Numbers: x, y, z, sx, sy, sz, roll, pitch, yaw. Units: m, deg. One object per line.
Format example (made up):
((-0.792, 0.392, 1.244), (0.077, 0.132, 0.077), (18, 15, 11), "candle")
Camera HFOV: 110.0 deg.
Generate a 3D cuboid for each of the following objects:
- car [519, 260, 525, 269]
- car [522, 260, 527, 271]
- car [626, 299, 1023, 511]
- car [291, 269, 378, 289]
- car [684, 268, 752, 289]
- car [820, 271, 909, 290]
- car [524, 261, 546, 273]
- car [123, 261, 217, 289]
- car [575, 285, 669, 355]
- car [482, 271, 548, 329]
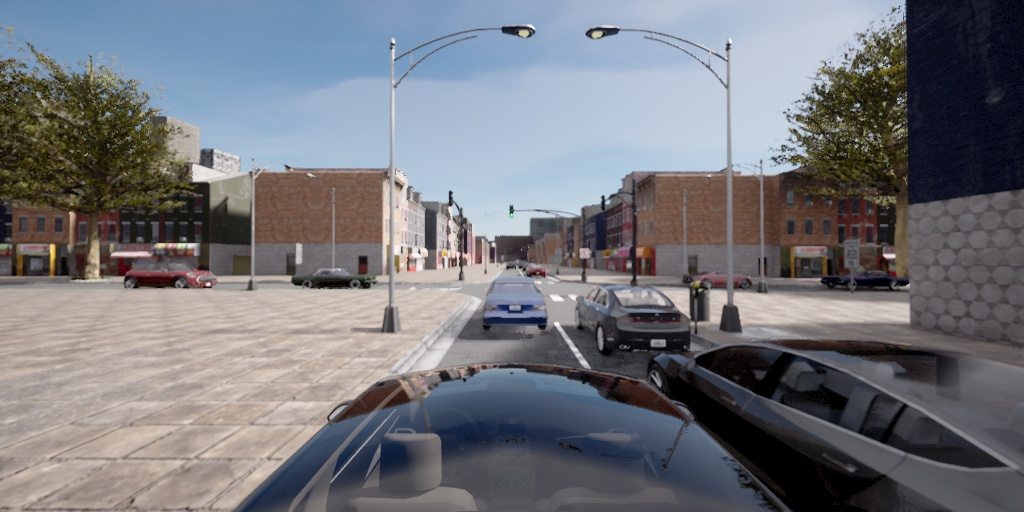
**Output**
((2.517, 1.746, 54.685), (1.948, 1.339, 4.313), (0, 0, 0), "car")
((2.543, 1.599, 43.497), (1.751, 1.417, 4.829), (0, 0, 0), "car")
((2.637, 1.324, 2.944), (1.948, 1.339, 4.313), (0, 0, 0), "car")
((-11.011, 1.462, 22.529), (4.718, 1.301, 1.895), (0, -1, 0), "car")
((14.494, 1.575, 25.389), (4.181, 1.385, 1.994), (0, -1, 0), "car")
((24.758, 1.685, 25.348), (4.718, 1.301, 1.895), (0, -1, 0), "car")
((2.557, 1.569, 37.648), (1.888, 1.381, 4.507), (0, 0, 0), "car")
((-21.346, 1.197, 22.571), (4.553, 1.767, 2.097), (0, -1, 0), "car")
((2.624, 1.347, 8.620), (2.007, 1.370, 4.403), (0, 0, 0), "car")
((0.047, 1.366, 11.541), (2.033, 1.411, 5.357), (0, 0, -1), "car")
